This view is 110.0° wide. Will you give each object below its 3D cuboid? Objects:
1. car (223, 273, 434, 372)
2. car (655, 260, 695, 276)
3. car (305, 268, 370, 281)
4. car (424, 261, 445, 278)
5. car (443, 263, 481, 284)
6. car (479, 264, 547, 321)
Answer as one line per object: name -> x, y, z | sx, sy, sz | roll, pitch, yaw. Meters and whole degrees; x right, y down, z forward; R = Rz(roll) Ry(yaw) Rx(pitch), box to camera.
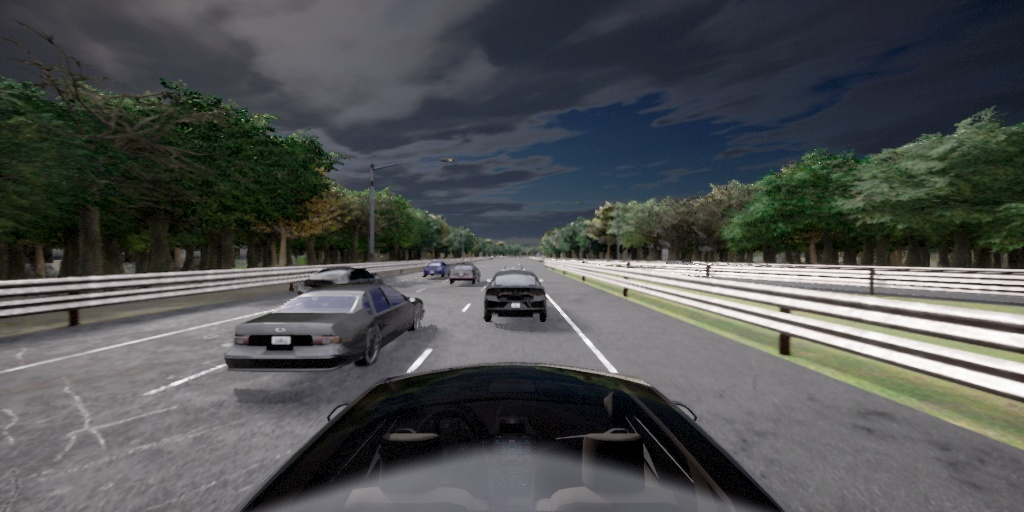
car -> -3.394, 1.289, 7.799 | 2.033, 1.411, 5.357 | 0, 0, 0
car -> 17.465, 1.280, 38.700 | 2.033, 1.649, 4.856 | 0, 0, -17
car -> -6.885, 1.219, 15.021 | 1.837, 1.490, 4.892 | 1, 0, 0
car -> -6.883, 1.222, 33.166 | 1.812, 1.442, 4.674 | 0, -1, 0
car -> -3.383, 1.273, 26.451 | 2.033, 1.411, 5.357 | 0, 0, 0
car -> 0.105, 1.214, 12.430 | 1.882, 1.535, 5.008 | 0, 0, 0
